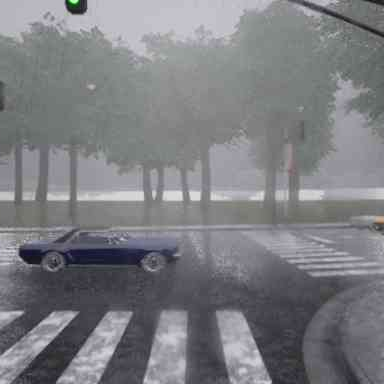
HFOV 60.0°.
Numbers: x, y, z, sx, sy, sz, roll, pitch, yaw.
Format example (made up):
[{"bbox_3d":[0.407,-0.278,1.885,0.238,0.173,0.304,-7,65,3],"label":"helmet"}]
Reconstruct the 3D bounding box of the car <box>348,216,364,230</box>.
[{"bbox_3d":[12.210,1.726,20.309,4.718,1.301,1.895,-1,-2,0],"label":"car"}]

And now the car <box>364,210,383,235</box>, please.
[{"bbox_3d":[11.962,1.497,17.064,5.008,1.535,1.882,-1,-2,0],"label":"car"}]

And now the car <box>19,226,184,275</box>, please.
[{"bbox_3d":[-2.626,1.731,10.427,4.718,1.301,1.895,0,-1,0],"label":"car"}]
